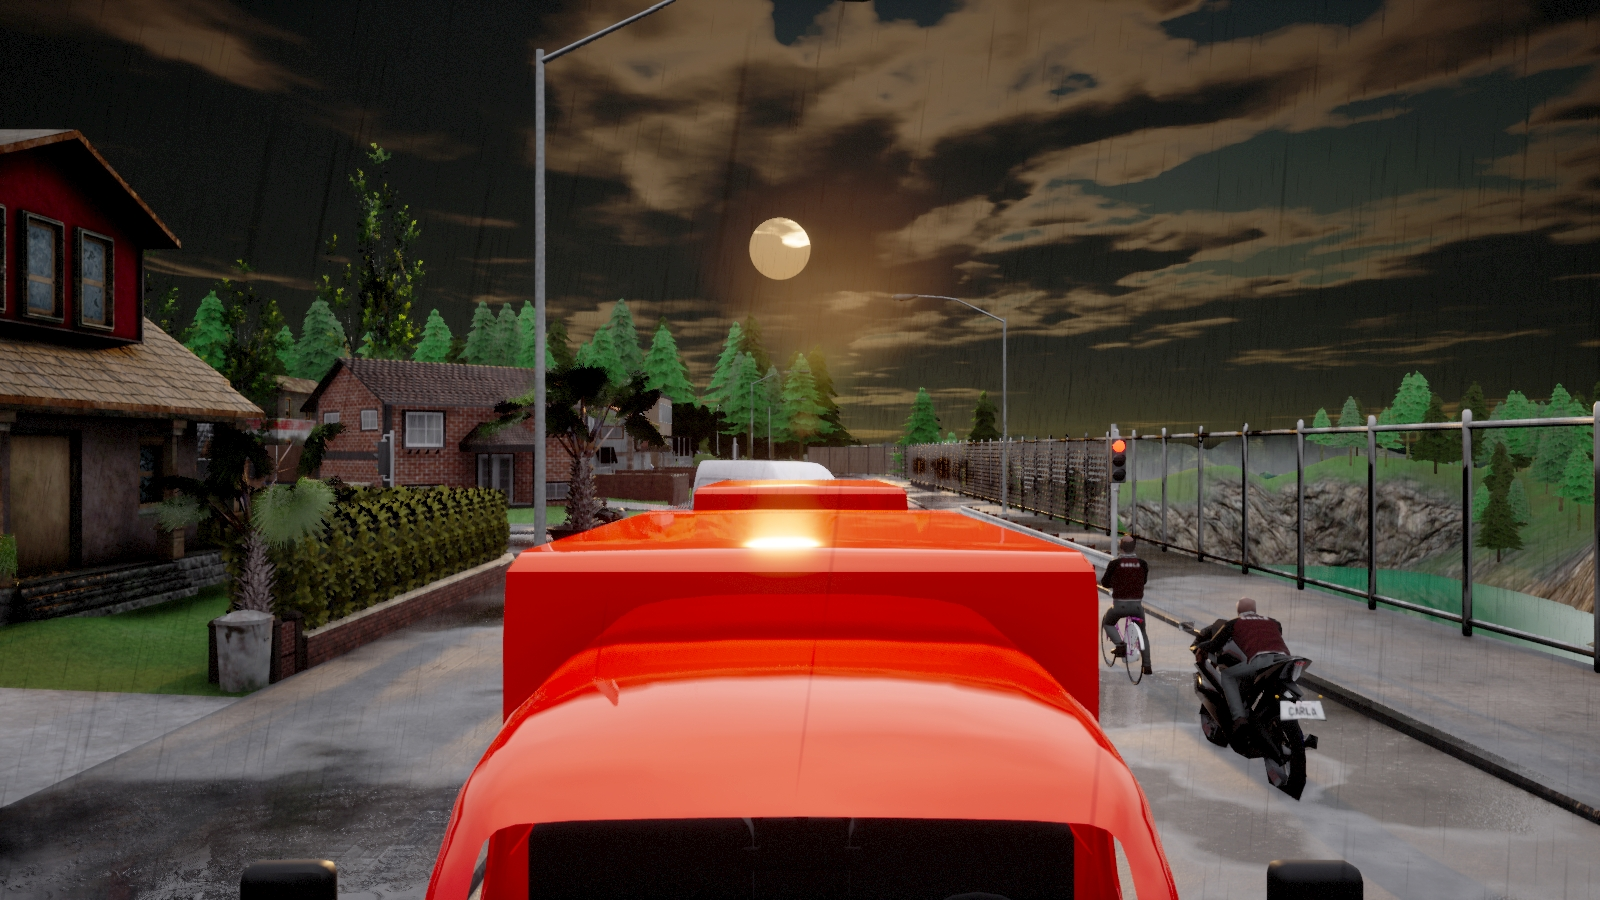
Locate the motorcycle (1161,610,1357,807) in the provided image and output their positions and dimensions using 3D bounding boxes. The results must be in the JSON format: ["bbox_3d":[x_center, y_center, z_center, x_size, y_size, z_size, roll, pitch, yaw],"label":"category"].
[{"bbox_3d":[4.000,2.210,10.191,0.867,1.251,2.209,0,0,0],"label":"motorcycle"}]

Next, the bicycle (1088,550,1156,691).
[{"bbox_3d":[3.986,2.066,14.240,0.329,1.471,1.835,0,0,0],"label":"bicycle"}]

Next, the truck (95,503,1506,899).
[{"bbox_3d":[-0.001,1.570,4.728,2.627,2.467,5.204,0,0,0],"label":"truck"}]
